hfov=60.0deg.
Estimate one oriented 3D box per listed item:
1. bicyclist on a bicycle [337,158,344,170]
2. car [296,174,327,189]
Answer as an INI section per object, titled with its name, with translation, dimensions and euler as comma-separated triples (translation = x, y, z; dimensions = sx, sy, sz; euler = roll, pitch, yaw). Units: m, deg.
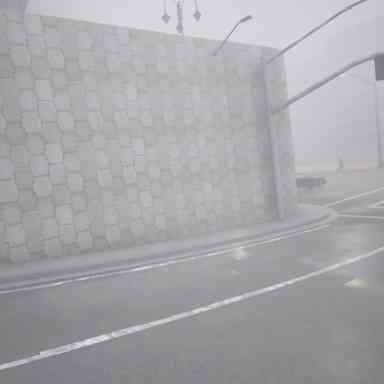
[bicyclist on a bicycle]
translation = 20.057, -3.831, 44.892
dimensions = 1.656, 1.620, 0.582
euler = -11, 6, -35
[car]
translation = 10.011, -1.020, 30.967
dimensions = 1.895, 1.301, 4.718
euler = -11, 6, -35
